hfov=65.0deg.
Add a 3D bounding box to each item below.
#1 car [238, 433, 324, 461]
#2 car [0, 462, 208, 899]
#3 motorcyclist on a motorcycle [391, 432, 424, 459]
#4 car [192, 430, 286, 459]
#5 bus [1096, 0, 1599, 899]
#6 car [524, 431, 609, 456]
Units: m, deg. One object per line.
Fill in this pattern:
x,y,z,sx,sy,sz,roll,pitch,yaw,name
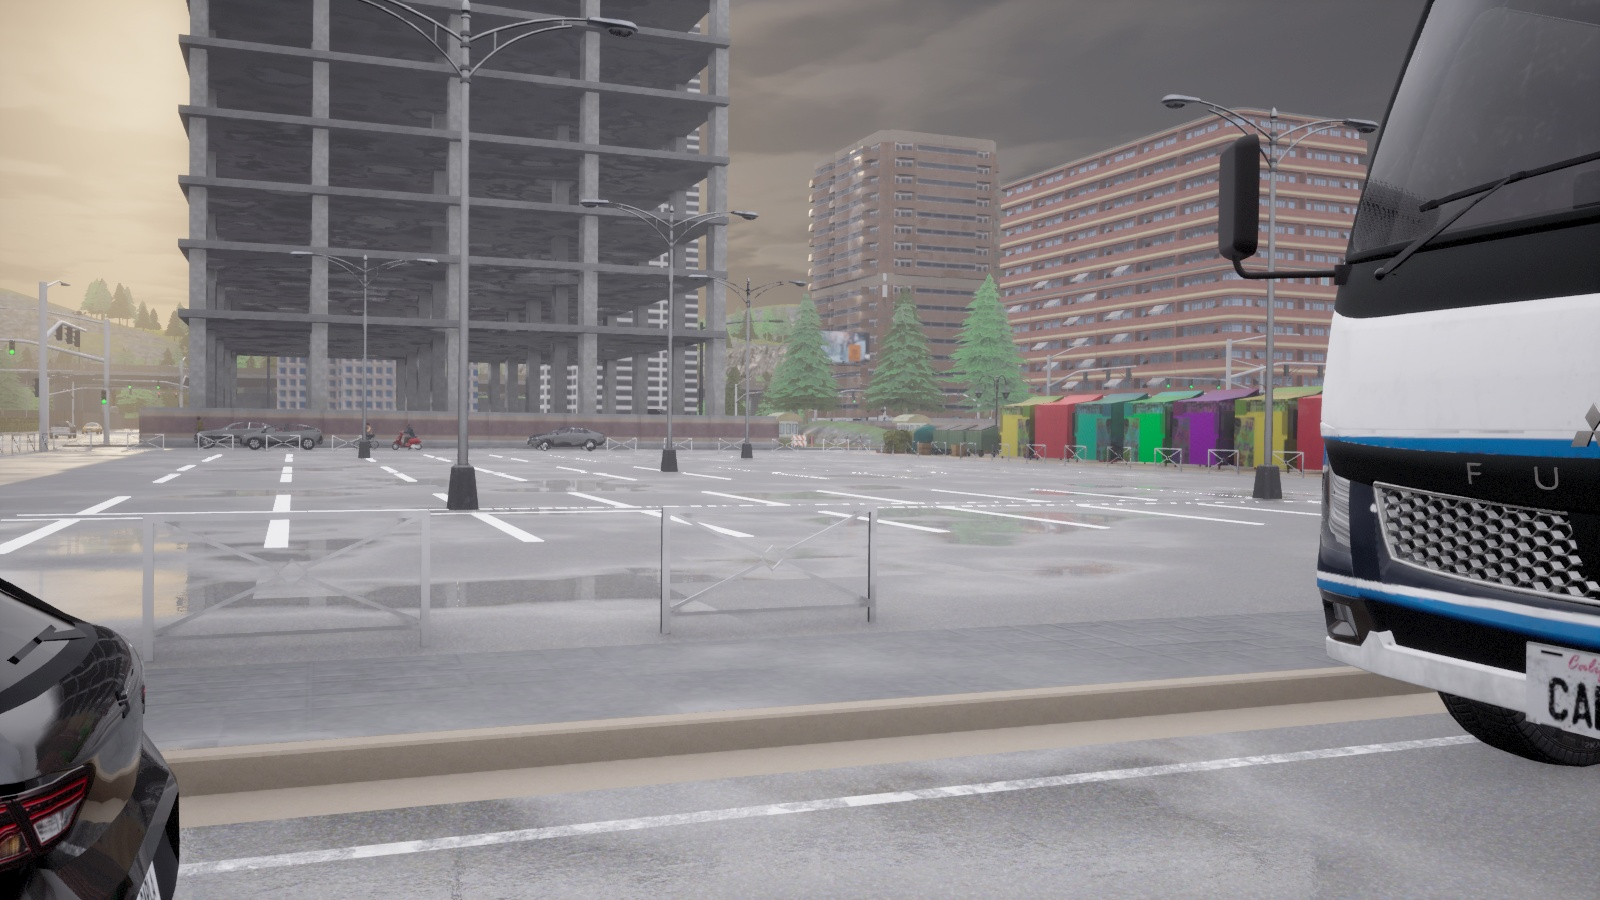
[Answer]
-29.989,-0.169,72.661,4.514,1.525,2.007,-1,1,-22,car
-3.322,0.815,1.970,4.193,1.474,1.816,-1,1,-21,car
-23.535,-0.275,75.304,1.817,1.590,0.866,-1,1,-22,motorcyclist on a motorcycle
-33.451,-0.338,75.023,5.027,1.651,2.152,-1,1,-22,car
6.891,-0.747,5.803,10.273,4.253,3.944,-1,1,-20,bus
-14.696,-0.426,78.923,4.902,1.511,2.128,-1,1,-22,car
